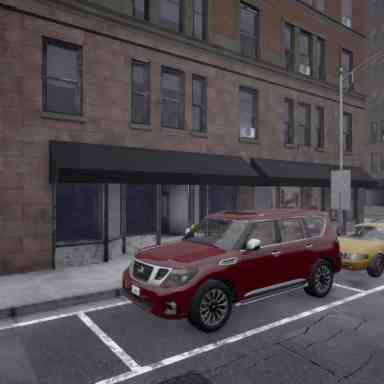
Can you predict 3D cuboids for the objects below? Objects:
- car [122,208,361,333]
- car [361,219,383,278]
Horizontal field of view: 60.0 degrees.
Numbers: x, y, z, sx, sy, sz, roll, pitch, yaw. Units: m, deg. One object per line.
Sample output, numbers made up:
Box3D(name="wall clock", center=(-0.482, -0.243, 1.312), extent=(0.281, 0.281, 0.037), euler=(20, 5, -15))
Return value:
Box3D(name="car", center=(1.112, 1.315, 6.990), extent=(5.009, 1.841, 2.192), euler=(0, 0, -35))
Box3D(name="car", center=(5.597, 1.525, 10.185), extent=(4.829, 1.417, 1.752), euler=(0, 0, -35))
